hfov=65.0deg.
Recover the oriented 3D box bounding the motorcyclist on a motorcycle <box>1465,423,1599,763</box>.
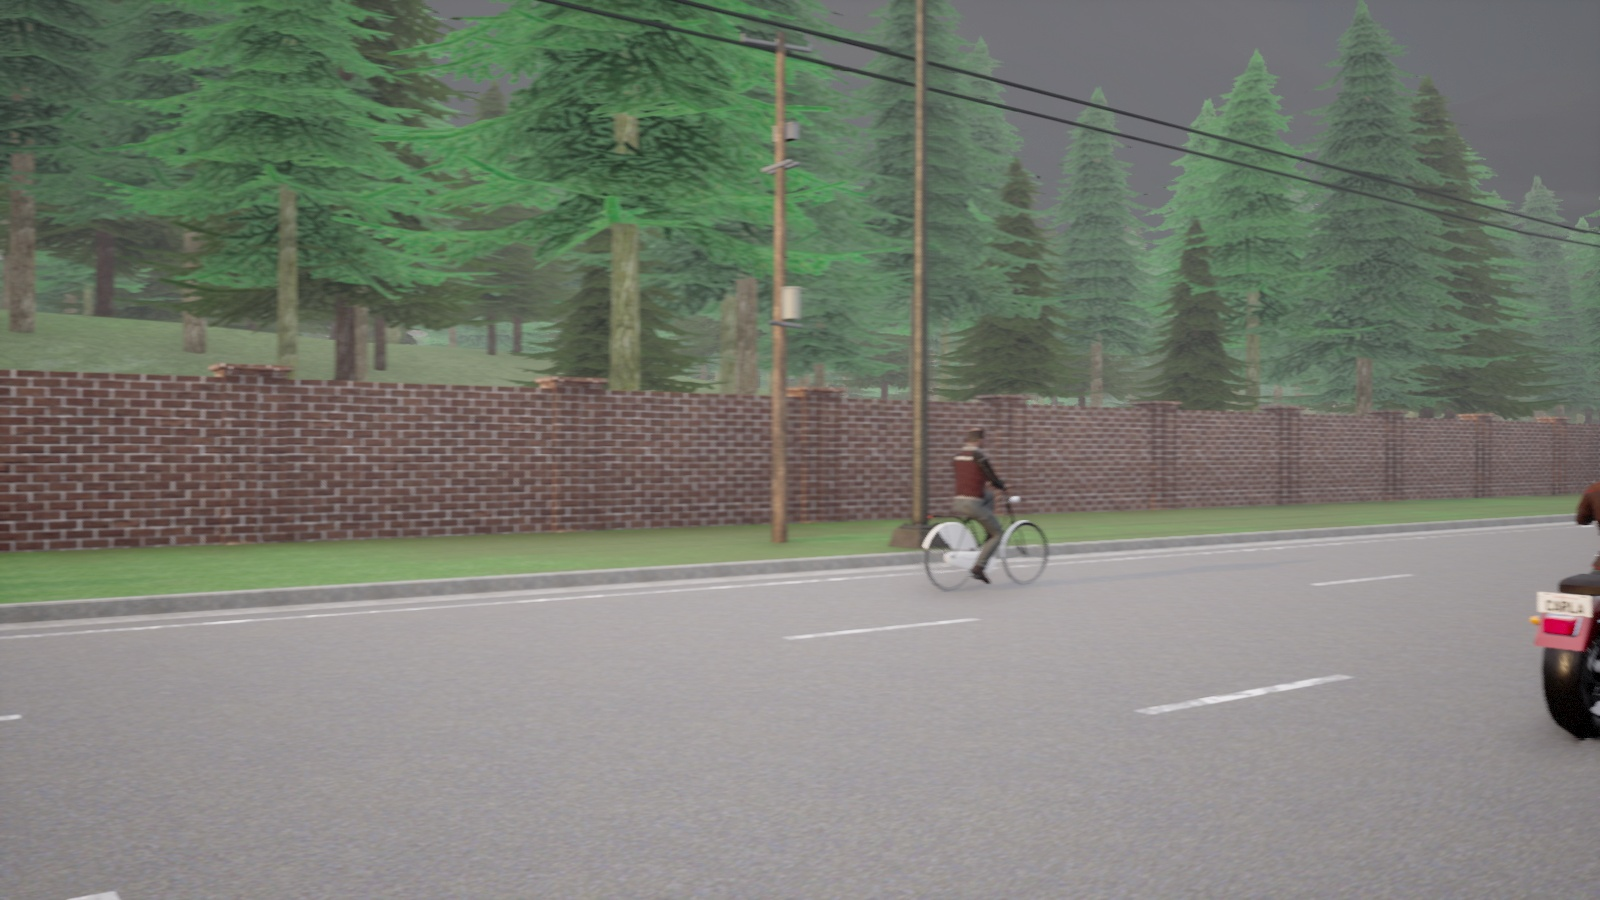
[{"bbox_3d":[4.687,0.700,6.993,2.350,1.649,0.766,0,0,-35],"label":"motorcyclist on a motorcycle"}]

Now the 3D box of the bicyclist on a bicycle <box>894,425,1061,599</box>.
[{"bbox_3d":[1.947,0.634,13.634,1.843,1.776,0.659,0,0,-35],"label":"bicyclist on a bicycle"}]
